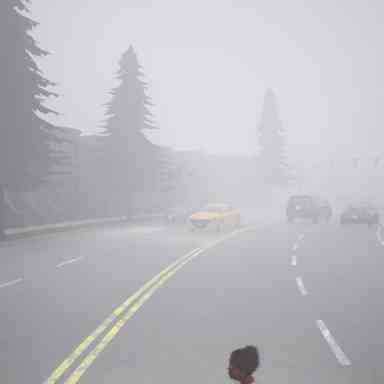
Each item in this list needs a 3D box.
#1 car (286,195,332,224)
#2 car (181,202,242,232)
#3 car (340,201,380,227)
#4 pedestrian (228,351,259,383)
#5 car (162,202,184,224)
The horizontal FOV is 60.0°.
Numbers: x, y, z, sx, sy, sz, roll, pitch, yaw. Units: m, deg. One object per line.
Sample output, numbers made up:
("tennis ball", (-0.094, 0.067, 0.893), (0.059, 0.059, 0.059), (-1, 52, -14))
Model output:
("car", (9.006, 1.222, 25.430), (2.150, 2.045, 5.566), (0, 0, 36))
("car", (1.540, 1.477, 20.318), (1.882, 1.535, 5.008), (0, 0, 28))
("car", (11.819, 1.564, 23.343), (1.994, 1.385, 4.181), (0, 0, 36))
("pedestrian", (0.423, 1.294, 2.293), (0.375, 1.860, 0.375), (0, 0, 4))
("car", (-0.245, 1.491, 24.352), (2.128, 1.511, 4.902), (0, 0, 30))
